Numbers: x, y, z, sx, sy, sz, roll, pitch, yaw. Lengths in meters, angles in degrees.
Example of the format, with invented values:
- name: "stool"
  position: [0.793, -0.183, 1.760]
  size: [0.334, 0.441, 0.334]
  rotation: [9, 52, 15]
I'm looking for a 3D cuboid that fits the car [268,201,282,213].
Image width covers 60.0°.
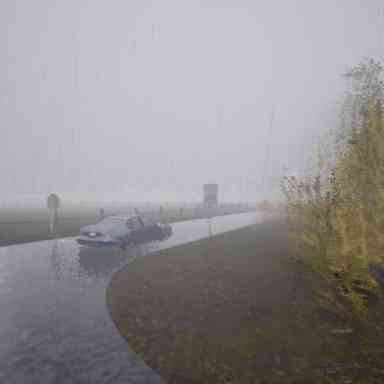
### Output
- name: "car"
  position: [12.279, 2.055, 47.029]
  size: [2.097, 1.767, 4.553]
  rotation: [0, -1, 26]

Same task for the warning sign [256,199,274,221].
- name: "warning sign"
  position: [6.446, 1.572, 29.247]
  size: [1.300, 1.860, 1.060]
  rotation: [0, -1, 26]

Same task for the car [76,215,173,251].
- name: "car"
  position: [-2.880, 1.767, 15.513]
  size: [2.033, 1.411, 5.357]
  rotation: [0, -1, 25]
